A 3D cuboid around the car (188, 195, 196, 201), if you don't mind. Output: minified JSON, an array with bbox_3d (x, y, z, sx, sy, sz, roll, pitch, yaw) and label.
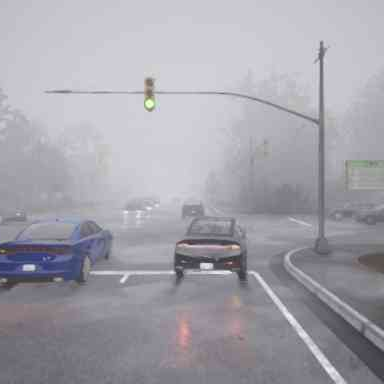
[{"bbox_3d":[-0.003,1.375,80.942,1.812,1.442,4.674,0,0,0],"label":"car"}]

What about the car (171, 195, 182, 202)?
[{"bbox_3d":[-3.503,1.567,72.663,1.895,1.301,4.718,0,0,0],"label":"car"}]

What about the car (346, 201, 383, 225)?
[{"bbox_3d":[13.703,1.517,23.288,4.674,1.442,1.812,0,0,3],"label":"car"}]

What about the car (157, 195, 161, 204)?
[{"bbox_3d":[-7.002,1.328,61.133,2.097,1.767,4.553,0,0,0],"label":"car"}]

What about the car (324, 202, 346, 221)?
[{"bbox_3d":[12.997,1.482,26.849,4.902,1.511,2.128,0,0,4],"label":"car"}]

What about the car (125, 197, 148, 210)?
[{"bbox_3d":[-7.080,1.488,41.841,1.837,1.490,4.892,0,0,0],"label":"car"}]

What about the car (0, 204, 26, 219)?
[{"bbox_3d":[-14.184,1.554,24.131,4.181,1.385,1.994,0,0,19],"label":"car"}]

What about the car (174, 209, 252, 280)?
[{"bbox_3d":[0.750,1.487,10.031,2.128,1.511,4.902,0,0,10],"label":"car"}]

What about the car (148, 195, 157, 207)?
[{"bbox_3d":[-7.031,1.485,51.209,1.837,1.490,4.892,0,0,0],"label":"car"}]

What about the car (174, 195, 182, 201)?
[{"bbox_3d":[-3.503,1.492,82.935,1.812,1.442,4.674,0,0,0],"label":"car"}]

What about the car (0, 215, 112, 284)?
[{"bbox_3d":[-3.608,1.474,9.600,1.882,1.535,5.008,0,0,-3],"label":"car"}]

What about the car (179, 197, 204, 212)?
[{"bbox_3d":[0.099,1.466,30.039,1.882,1.535,5.008,0,0,0],"label":"car"}]

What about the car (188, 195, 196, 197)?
[{"bbox_3d":[-0.003,1.491,70.906,2.128,1.511,4.902,0,0,0],"label":"car"}]
